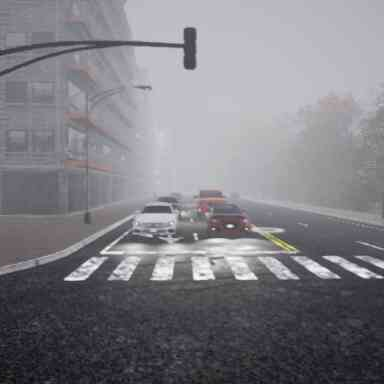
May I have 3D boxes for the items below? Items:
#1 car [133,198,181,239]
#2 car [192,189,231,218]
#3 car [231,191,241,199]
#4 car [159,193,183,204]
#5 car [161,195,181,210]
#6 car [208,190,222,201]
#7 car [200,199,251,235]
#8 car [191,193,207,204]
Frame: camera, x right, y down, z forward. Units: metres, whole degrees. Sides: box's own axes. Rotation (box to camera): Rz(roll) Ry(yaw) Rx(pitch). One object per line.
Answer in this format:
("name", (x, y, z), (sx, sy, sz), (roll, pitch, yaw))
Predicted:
("car", (-1.609, 1.234, 15.703), (1.812, 1.442, 4.674), (0, 1, -1))
("car", (1.381, 0.793, 25.749), (2.150, 2.045, 5.566), (0, 1, -2))
("car", (7.154, 0.636, 57.287), (2.128, 1.511, 4.902), (0, 1, -2))
("car", (-1.846, 1.057, 24.886), (1.882, 1.535, 5.008), (0, 1, -1))
("car", (-2.081, 1.049, 34.316), (1.895, 1.301, 4.718), (0, 1, -1))
("car", (3.908, 0.496, 57.059), (2.097, 1.767, 4.553), (0, 1, -2))
("car", (1.632, 1.267, 16.400), (1.994, 1.385, 4.181), (0, 1, -1))
("car", (0.915, 0.858, 45.774), (1.994, 1.385, 4.181), (0, 1, -1))
